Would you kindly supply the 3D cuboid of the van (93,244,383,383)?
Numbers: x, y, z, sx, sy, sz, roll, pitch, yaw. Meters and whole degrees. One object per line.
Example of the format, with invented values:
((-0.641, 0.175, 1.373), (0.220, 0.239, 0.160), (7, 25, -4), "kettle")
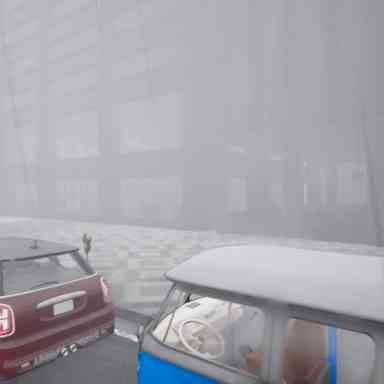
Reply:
((1.412, 1.341, 1.956), (3.998, 1.788, 1.690), (0, 0, 35), "van")

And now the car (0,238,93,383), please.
((-3.155, 1.442, 5.212), (4.097, 1.590, 1.967), (0, 0, 35), "car")
